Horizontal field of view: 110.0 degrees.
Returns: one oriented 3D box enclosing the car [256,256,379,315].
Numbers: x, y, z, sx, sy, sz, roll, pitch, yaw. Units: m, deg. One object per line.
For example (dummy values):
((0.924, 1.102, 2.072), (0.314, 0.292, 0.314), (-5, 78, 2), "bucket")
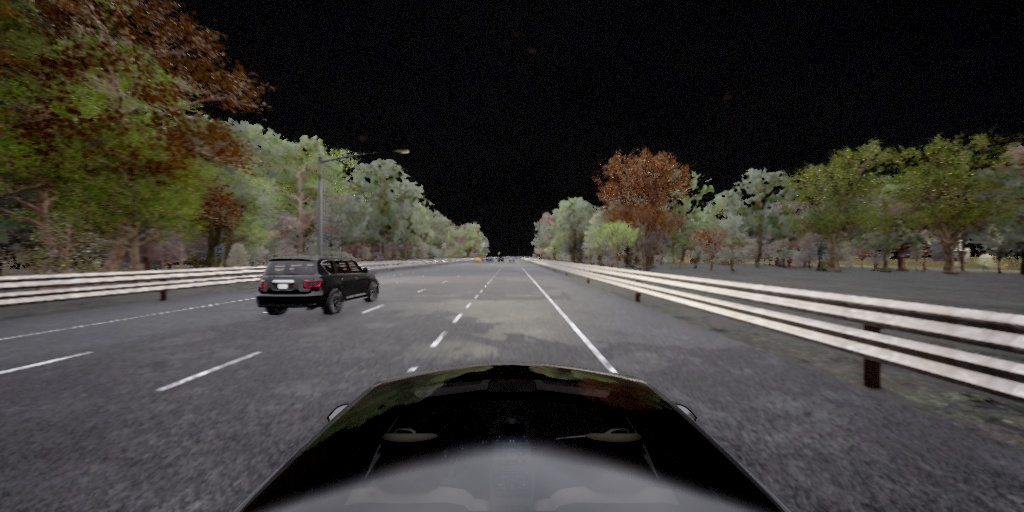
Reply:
((-7.001, 1.031, 13.642), (2.150, 2.045, 5.566), (0, 0, 0), "car")
